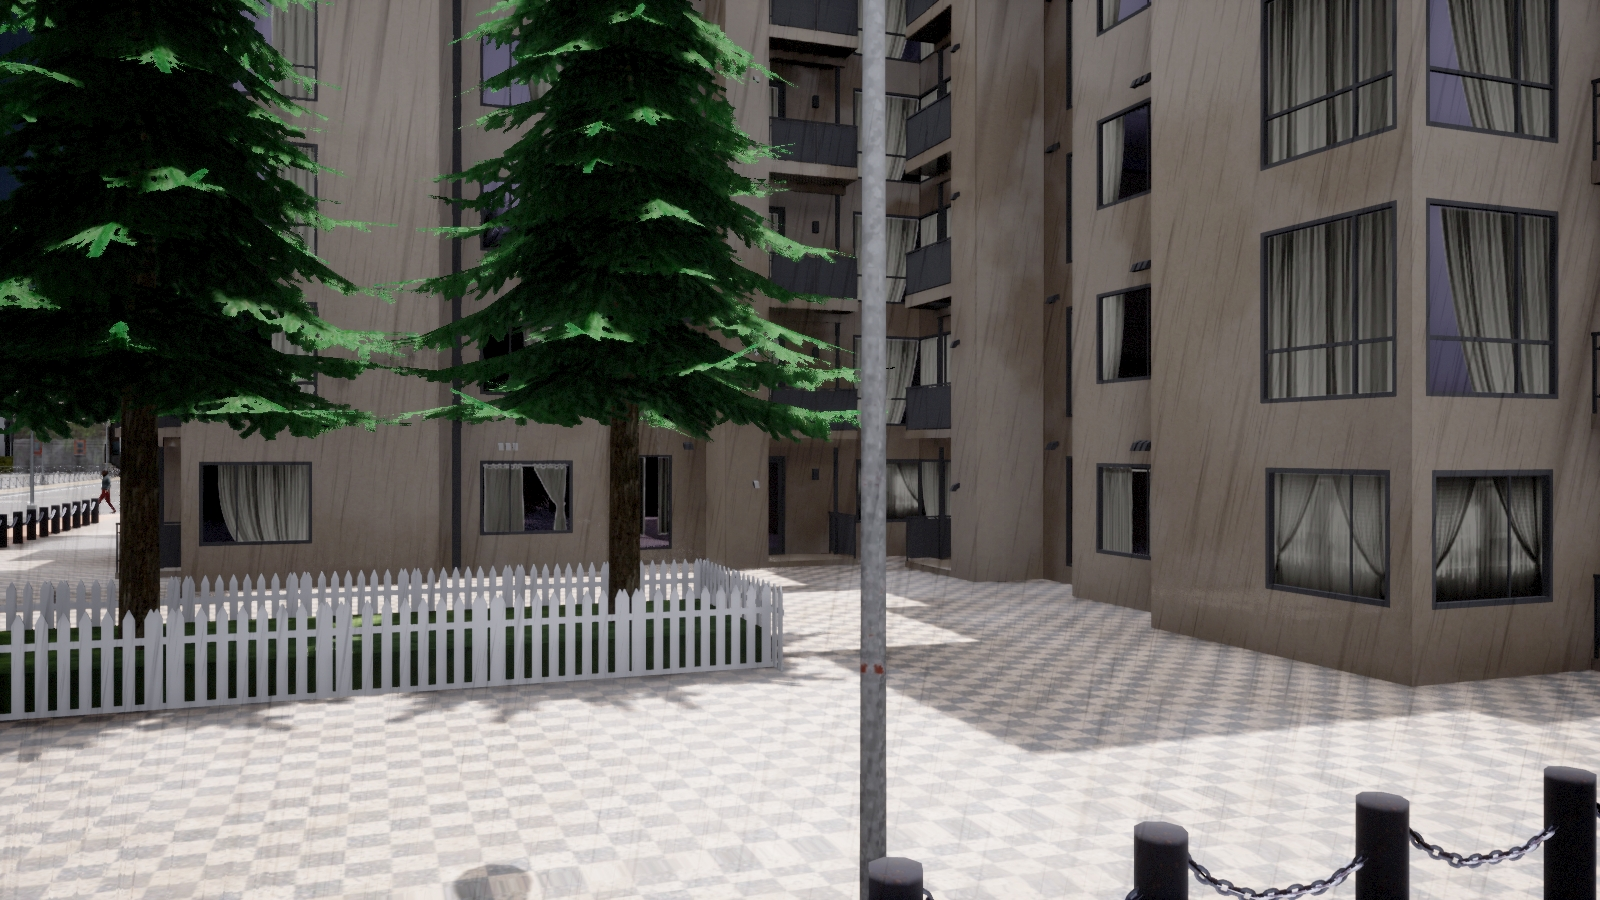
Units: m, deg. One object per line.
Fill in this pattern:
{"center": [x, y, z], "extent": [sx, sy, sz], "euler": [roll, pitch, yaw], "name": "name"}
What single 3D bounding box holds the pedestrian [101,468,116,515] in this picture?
{"center": [-27.991, 1.671, 46.247], "extent": [0.375, 1.860, 0.375], "euler": [0, 0, 31], "name": "pedestrian"}
